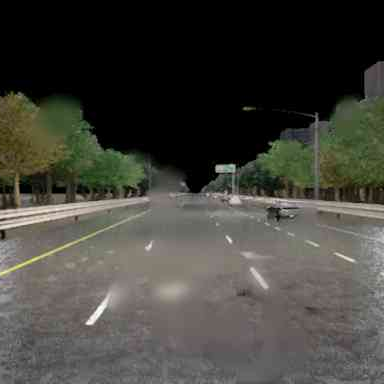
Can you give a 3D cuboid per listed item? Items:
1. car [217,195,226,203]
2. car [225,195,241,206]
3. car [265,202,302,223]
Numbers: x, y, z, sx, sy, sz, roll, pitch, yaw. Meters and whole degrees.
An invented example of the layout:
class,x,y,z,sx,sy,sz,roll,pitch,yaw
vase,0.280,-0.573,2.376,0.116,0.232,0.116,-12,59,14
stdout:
class,x,y,z,sx,sy,sz,roll,pitch,yaw
car,7.273,1.412,72.321,2.097,1.767,4.553,0,0,0
car,7.161,1.573,55.801,1.812,1.442,4.674,0,0,0
car,7.032,1.502,25.845,2.128,1.511,4.902,0,0,0
